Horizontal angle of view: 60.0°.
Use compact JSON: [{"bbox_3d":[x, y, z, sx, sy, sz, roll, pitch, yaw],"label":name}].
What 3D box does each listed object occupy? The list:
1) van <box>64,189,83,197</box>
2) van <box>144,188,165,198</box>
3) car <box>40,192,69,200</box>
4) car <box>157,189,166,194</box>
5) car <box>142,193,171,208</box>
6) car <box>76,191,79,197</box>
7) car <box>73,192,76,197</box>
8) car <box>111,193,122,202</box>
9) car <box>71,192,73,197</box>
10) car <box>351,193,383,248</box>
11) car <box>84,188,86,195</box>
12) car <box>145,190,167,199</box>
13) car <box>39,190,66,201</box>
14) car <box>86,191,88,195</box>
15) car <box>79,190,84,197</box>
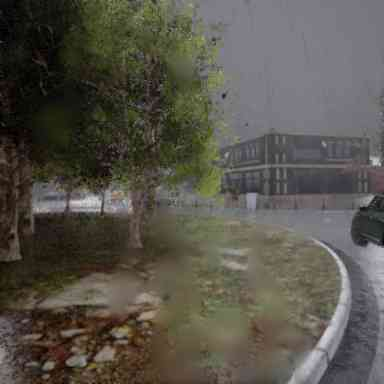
[{"bbox_3d":[-30.329,0.181,85.279,4.442,1.987,1.878,-1,1,-9],"label":"van"},{"bbox_3d":[-8.184,0.258,73.078,4.442,1.987,1.878,-1,1,-9],"label":"van"},{"bbox_3d":[-27.379,0.828,66.211,5.008,1.535,2.097,-1,1,-9],"label":"car"},{"bbox_3d":[-6.776,0.663,64.861,4.792,1.488,2.163,-1,1,-9],"label":"car"},{"bbox_3d":[-4.247,1.180,39.006,1.895,1.301,4.718,-1,1,-28],"label":"car"},{"bbox_3d":[-28.695,0.659,74.380,4.892,1.521,2.231,-1,1,-9],"label":"car"},{"bbox_3d":[-28.221,0.590,71.657,4.553,1.767,2.185,-1,1,-9],"label":"car"},{"bbox_3d":[-13.257,0.825,58.515,1.882,1.535,5.008,-1,1,-11],"label":"car"},{"bbox_3d":[-27.809,0.812,68.934,4.674,1.452,2.002,-1,1,-9],"label":"car"},{"bbox_3d":[6.908,1.009,10.688,2.150,2.045,5.566,-1,1,11],"label":"car"},{"bbox_3d":[-29.821,0.465,82.574,5.366,1.575,1.946,-1,1,-9],"label":"car"},{"bbox_3d":[-7.577,0.412,70.233,4.553,1.767,2.185,-1,1,-9],"label":"car"},{"bbox_3d":[-26.905,0.753,63.488,4.553,1.767,2.185,-1,1,-9],"label":"car"},{"bbox_3d":[-30.885,0.347,87.987,5.008,1.535,2.097,-1,1,-9],"label":"car"},{"bbox_3d":[-29.596,0.282,79.812,5.566,2.045,2.435,-1,1,-9],"label":"car"}]
